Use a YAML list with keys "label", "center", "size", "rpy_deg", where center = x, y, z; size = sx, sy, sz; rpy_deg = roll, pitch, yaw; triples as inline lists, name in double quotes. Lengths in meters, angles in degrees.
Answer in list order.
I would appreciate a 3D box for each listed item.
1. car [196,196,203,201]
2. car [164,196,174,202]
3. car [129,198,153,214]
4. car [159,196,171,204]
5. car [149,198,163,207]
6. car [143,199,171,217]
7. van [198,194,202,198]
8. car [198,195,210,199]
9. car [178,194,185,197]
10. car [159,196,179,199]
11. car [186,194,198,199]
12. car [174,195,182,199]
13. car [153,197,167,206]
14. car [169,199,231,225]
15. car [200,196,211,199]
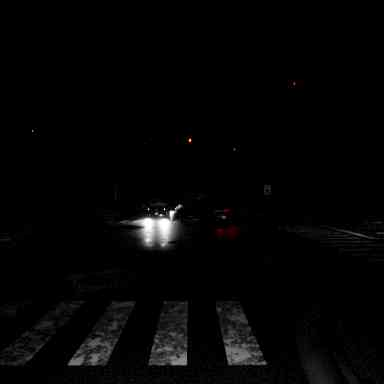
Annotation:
- label: "car"
  center: [2.084, 1.695, 90.093]
  size: [1.812, 1.442, 4.674]
  rpy_deg: [0, 0, 0]
- label: "car"
  center: [-5.553, 1.692, 80.228]
  size: [2.008, 1.369, 4.403]
  rpy_deg: [0, 0, 0]
- label: "car"
  center: [-5.652, 1.479, 36.143]
  size: [1.967, 1.590, 4.097]
  rpy_deg: [0, 0, 0]
- label: "car"
  center: [-5.578, 1.550, 69.207]
  size: [1.967, 1.590, 4.097]
  rpy_deg: [0, 0, 0]
- label: "car"
  center: [-5.615, 1.651, 52.675]
  size: [1.802, 1.307, 4.206]
  rpy_deg: [0, 0, 0]
- label: "car"
  center: [-3.143, 1.633, 32.022]
  size: [1.895, 1.301, 4.718]
  rpy_deg: [0, 0, 1]
- label: "van"
  center: [2.422, 1.423, 58.168]
  size: [1.690, 1.788, 3.998]
  rpy_deg: [0, 0, 0]
- label: "car"
  center: [2.410, 1.635, 52.657]
  size: [1.947, 1.339, 4.313]
  rpy_deg: [0, 0, 0]
- label: "car"
  center: [-3.009, 1.582, 62.043]
  size: [2.128, 1.511, 4.902]
  rpy_deg: [0, 0, 1]
- label: "car"
  center: [-3.097, 1.613, 41.978]
  size: [1.994, 1.385, 4.181]
  rpy_deg: [0, 0, 1]
- label: "car"
  center: [-0.102, 1.659, 63.873]
  size: [1.994, 1.385, 4.181]
  rpy_deg: [0, 0, 0]
- label: "car"
  center: [-3.075, 1.632, 51.962]
  size: [1.994, 1.385, 4.181]
  rpy_deg: [0, 0, 0]
- label: "car"
  center: [-5.603, 1.632, 58.186]
  size: [2.008, 1.369, 4.403]
  rpy_deg: [0, 0, 0]
- label: "car"
  center: [0.725, 1.512, 24.625]
  size: [2.128, 1.511, 4.902]
  rpy_deg: [-1, 0, -38]
- label: "car"
  center: [2.397, 1.640, 47.147]
  size: [1.802, 1.307, 4.206]
  rpy_deg: [0, 0, 0]
